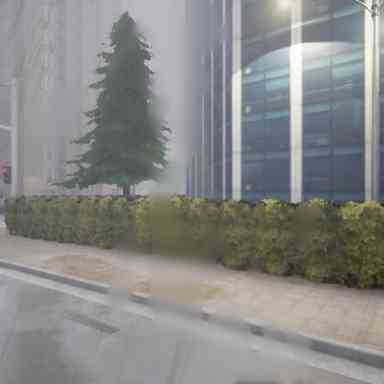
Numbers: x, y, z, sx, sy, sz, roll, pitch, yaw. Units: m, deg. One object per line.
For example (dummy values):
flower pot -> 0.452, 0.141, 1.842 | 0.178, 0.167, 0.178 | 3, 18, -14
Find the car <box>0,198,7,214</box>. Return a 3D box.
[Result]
car -> -18.878, 1.352, 32.090 | 2.097, 1.767, 4.553 | 0, 0, 36
